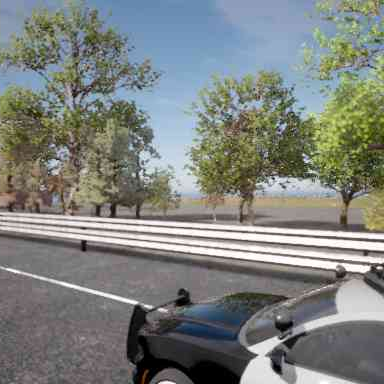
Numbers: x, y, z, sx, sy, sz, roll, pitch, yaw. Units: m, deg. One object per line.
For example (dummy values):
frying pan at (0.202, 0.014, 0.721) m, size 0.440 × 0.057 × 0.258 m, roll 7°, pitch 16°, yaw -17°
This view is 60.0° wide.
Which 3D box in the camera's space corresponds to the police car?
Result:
police car at (1.594, 1.428, 2.726) m, size 5.238 × 1.638 × 1.930 m, roll -1°, pitch 0°, yaw 36°
